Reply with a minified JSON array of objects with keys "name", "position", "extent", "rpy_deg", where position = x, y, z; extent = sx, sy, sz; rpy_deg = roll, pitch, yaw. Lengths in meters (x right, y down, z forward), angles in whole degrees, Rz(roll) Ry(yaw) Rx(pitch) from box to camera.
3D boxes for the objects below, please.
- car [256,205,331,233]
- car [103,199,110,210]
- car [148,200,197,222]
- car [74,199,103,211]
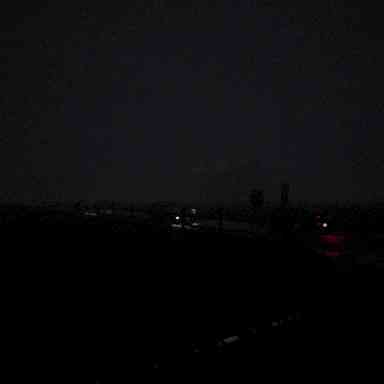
[{"name":"car","position":[6.027,1.580,20.409],"extent":[1.837,1.490,4.892],"rpy_deg":[2,-1,-33]},{"name":"car","position":[-13.230,1.748,47.293],"extent":[2.128,1.511,4.902],"rpy_deg":[1,-1,-35]},{"name":"car","position":[-1.578,1.445,26.116],"extent":[2.097,1.767,4.553],"rpy_deg":[1,-1,-36]},{"name":"car","position":[-13.866,1.701,43.265],"extent":[2.128,1.511,4.902],"rpy_deg":[1,-1,-35]}]
